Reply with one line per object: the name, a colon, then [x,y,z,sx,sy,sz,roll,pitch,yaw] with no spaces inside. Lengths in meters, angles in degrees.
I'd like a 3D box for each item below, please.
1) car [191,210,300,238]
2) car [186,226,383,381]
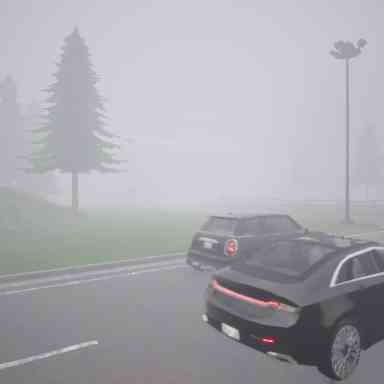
car: [2.124,1.352,9.559,4.553,1.767,2.097,0,0,-35]
car: [2.439,1.492,5.486,4.902,1.511,2.128,0,0,-35]
